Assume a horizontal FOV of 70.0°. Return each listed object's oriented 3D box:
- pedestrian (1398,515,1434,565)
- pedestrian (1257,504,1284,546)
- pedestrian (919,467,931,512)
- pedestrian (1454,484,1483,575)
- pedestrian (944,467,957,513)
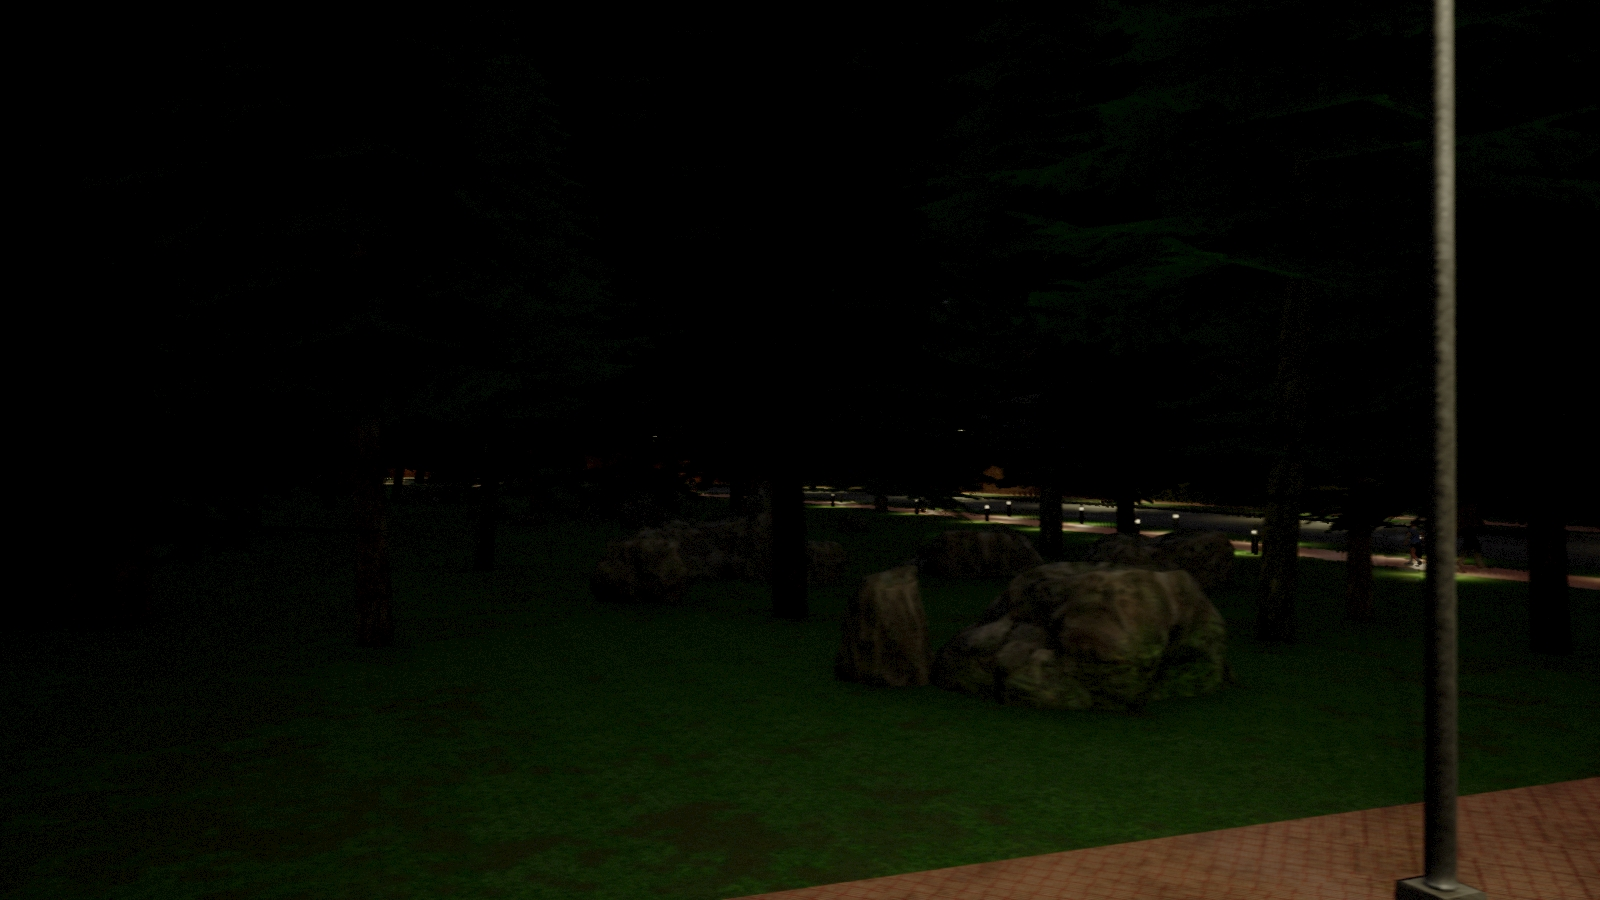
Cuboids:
[{"bbox_3d":[14.030,2.043,26.022,0.500,1.100,0.500,0,0,-16],"label":"pedestrian"},{"bbox_3d":[12.829,2.044,31.157,0.500,1.100,0.500,0,0,-28],"label":"pedestrian"},{"bbox_3d":[5.257,1.665,48.082,0.375,1.860,0.375,0,0,-23],"label":"pedestrian"},{"bbox_3d":[14.045,1.662,24.013,0.375,1.860,0.375,0,0,-22],"label":"pedestrian"},{"bbox_3d":[6.267,1.663,47.621,0.375,1.860,0.375,0,0,-37],"label":"pedestrian"}]
